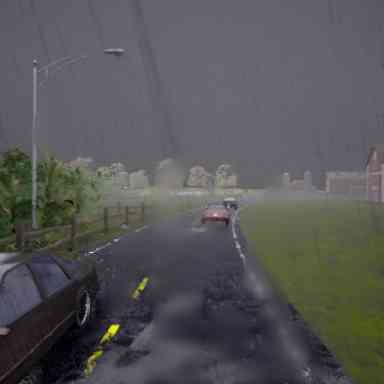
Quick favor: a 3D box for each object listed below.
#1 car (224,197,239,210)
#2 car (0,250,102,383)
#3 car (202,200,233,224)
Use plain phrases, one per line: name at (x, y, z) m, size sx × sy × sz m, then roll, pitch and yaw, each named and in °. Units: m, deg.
car at (4.936, 1.404, 42.479) m, size 1.882 × 1.535 × 5.008 m, roll 0°, pitch 0°, yaw 12°
car at (-2.700, 1.539, 4.157) m, size 2.033 × 1.411 × 5.357 m, roll 0°, pitch 0°, yaw 2°
car at (1.859, 1.535, 24.847) m, size 1.994 × 1.385 × 4.181 m, roll 0°, pitch 0°, yaw 7°
